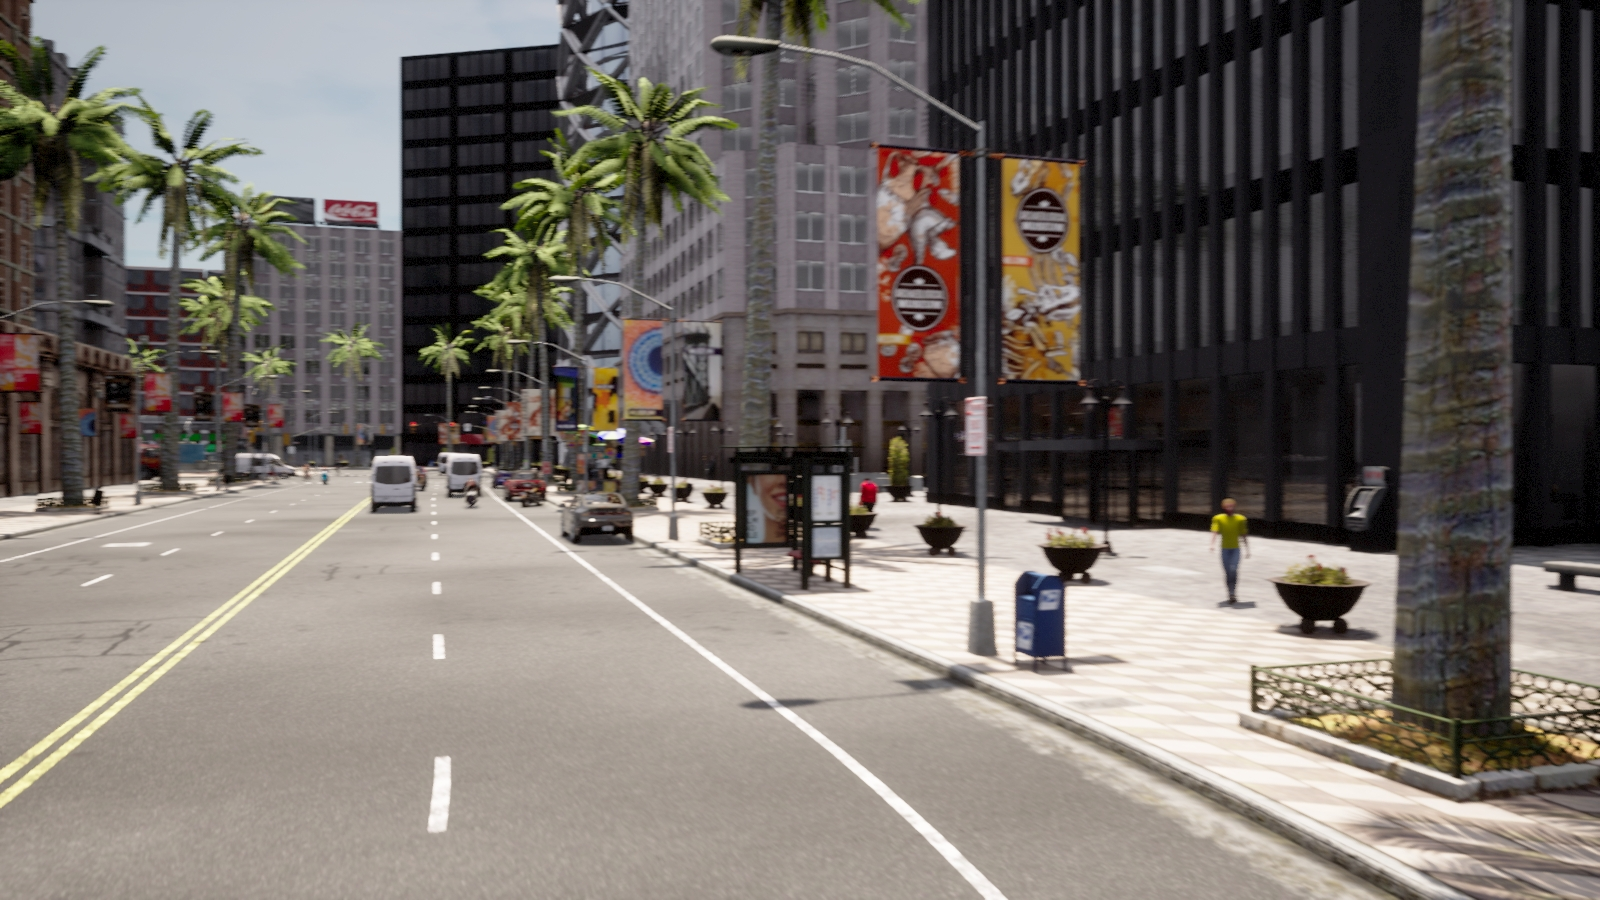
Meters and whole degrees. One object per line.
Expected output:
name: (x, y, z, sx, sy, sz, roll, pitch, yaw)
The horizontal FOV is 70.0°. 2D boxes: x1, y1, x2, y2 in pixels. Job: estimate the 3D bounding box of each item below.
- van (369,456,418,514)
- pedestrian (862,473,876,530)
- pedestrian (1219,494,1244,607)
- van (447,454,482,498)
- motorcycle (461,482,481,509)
van: (-19.218, 1.561, 54.216, 1.988, 2.561, 5.915, 0, 0, -18)
pedestrian: (2.273, 1.697, 37.835, 0.375, 1.860, 0.375, 0, 0, -14)
pedestrian: (7.299, 1.688, 19.317, 0.375, 1.860, 0.375, 0, 0, 24)
van: (-20.688, 1.560, 70.371, 1.988, 2.561, 5.915, 0, -1, -17)
motorcycle: (-16.216, 2.228, 56.327, 0.867, 1.251, 2.209, 0, 0, -18)
